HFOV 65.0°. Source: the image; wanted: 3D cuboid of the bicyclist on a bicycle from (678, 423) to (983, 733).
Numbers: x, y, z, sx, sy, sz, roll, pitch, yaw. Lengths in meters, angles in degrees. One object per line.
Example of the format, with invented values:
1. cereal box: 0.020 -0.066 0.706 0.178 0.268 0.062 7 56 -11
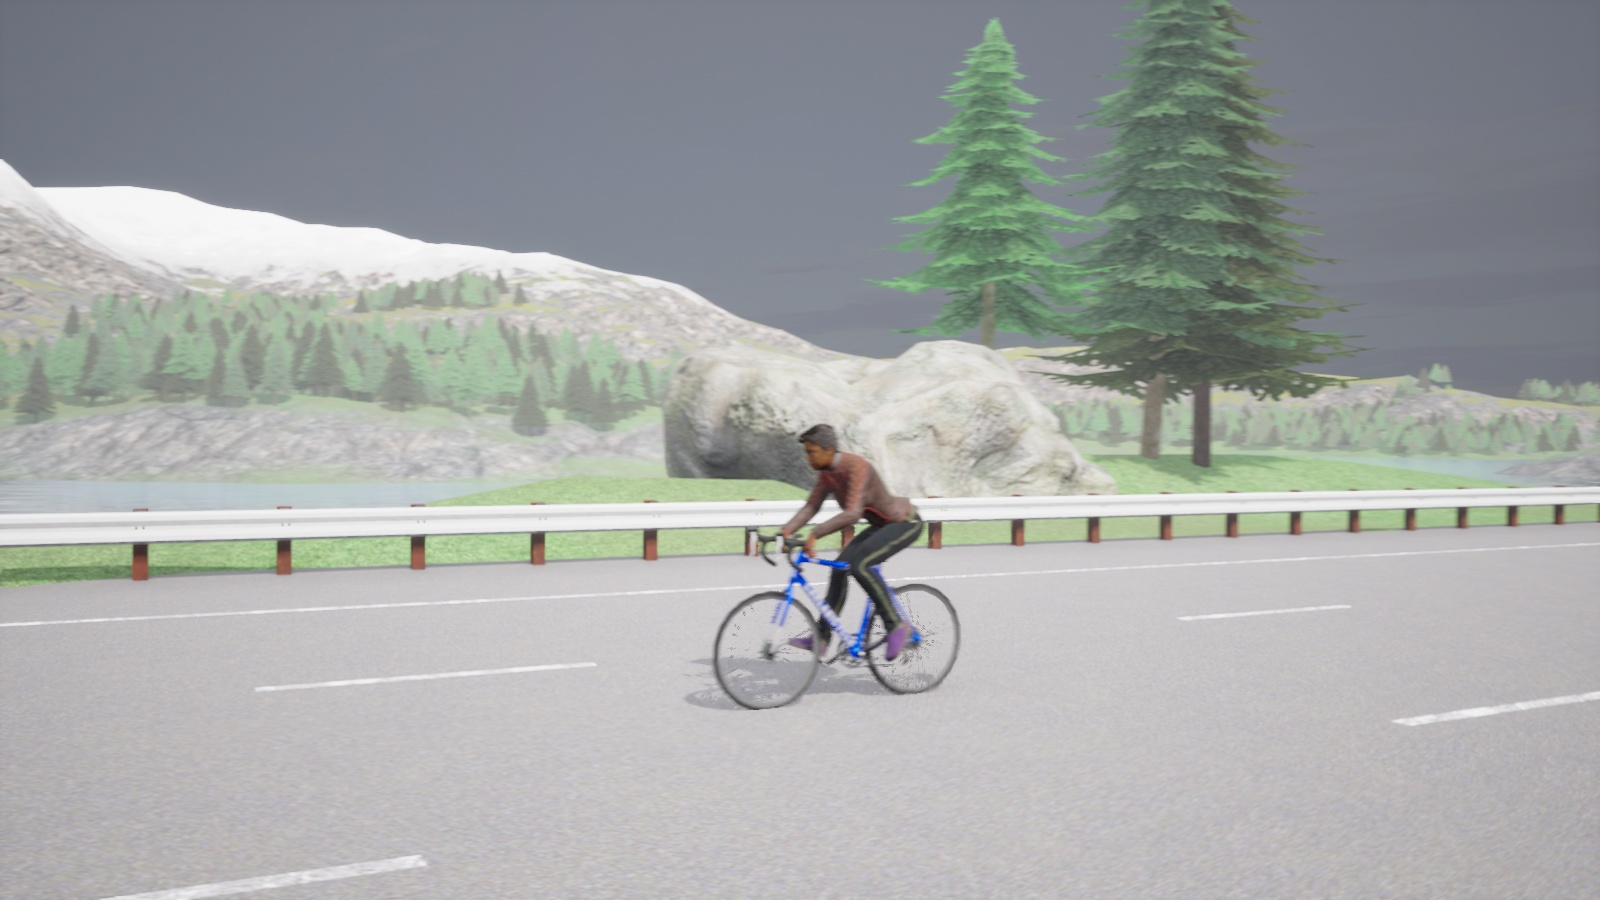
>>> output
1. bicyclist on a bicycle: 0.194 0.667 7.268 1.656 1.620 0.582 -1 1 -27
